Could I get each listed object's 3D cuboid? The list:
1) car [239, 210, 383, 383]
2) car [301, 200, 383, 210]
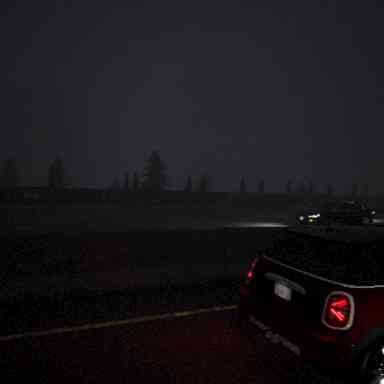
[{"bbox_3d":[3.065,1.298,4.975,4.553,1.767,2.097,1,2,-24],"label":"car"},{"bbox_3d":[8.153,1.222,18.930,4.892,1.490,1.837,1,2,-24],"label":"car"}]
